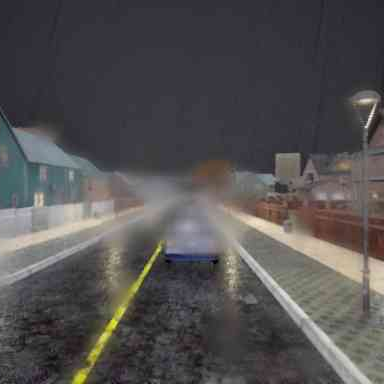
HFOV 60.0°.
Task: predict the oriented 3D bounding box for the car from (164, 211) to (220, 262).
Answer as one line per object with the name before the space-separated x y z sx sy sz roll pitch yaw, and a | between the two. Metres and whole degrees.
car | 0.011 1.665 12.503 2.033 1.411 5.357 0 -1 0

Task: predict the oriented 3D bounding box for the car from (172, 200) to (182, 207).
car | -2.755 2.148 62.561 2.033 1.411 5.357 0 -1 0

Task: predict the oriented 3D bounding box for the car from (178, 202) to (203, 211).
car | 0.026 1.835 28.556 1.994 1.385 4.181 0 0 1
